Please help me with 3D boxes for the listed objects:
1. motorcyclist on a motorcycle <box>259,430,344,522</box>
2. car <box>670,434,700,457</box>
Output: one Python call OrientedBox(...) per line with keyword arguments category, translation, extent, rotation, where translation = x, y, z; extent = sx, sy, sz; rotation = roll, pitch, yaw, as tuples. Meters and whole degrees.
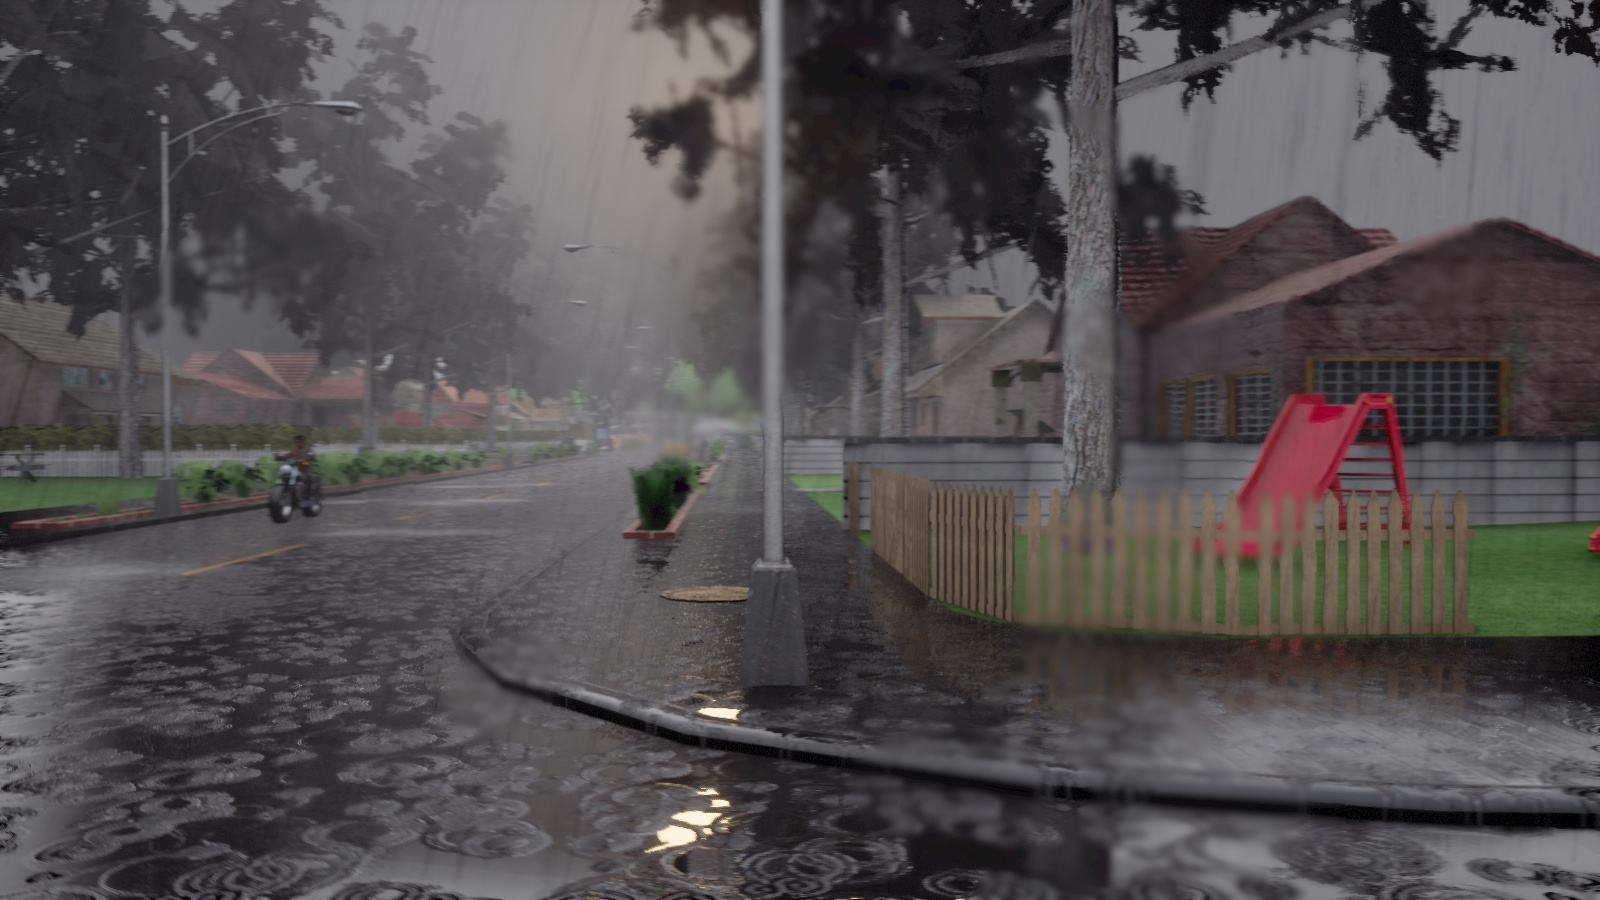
OrientedBox(category="motorcyclist on a motorcycle", translation=(-9.344, 0.446, 23.647), extent=(0.766, 1.649, 2.350), rotation=(0, 1, -2))
OrientedBox(category="car", translation=(-8.071, -0.347, 88.566), extent=(1.801, 1.575, 5.366), rotation=(0, 1, -2))
